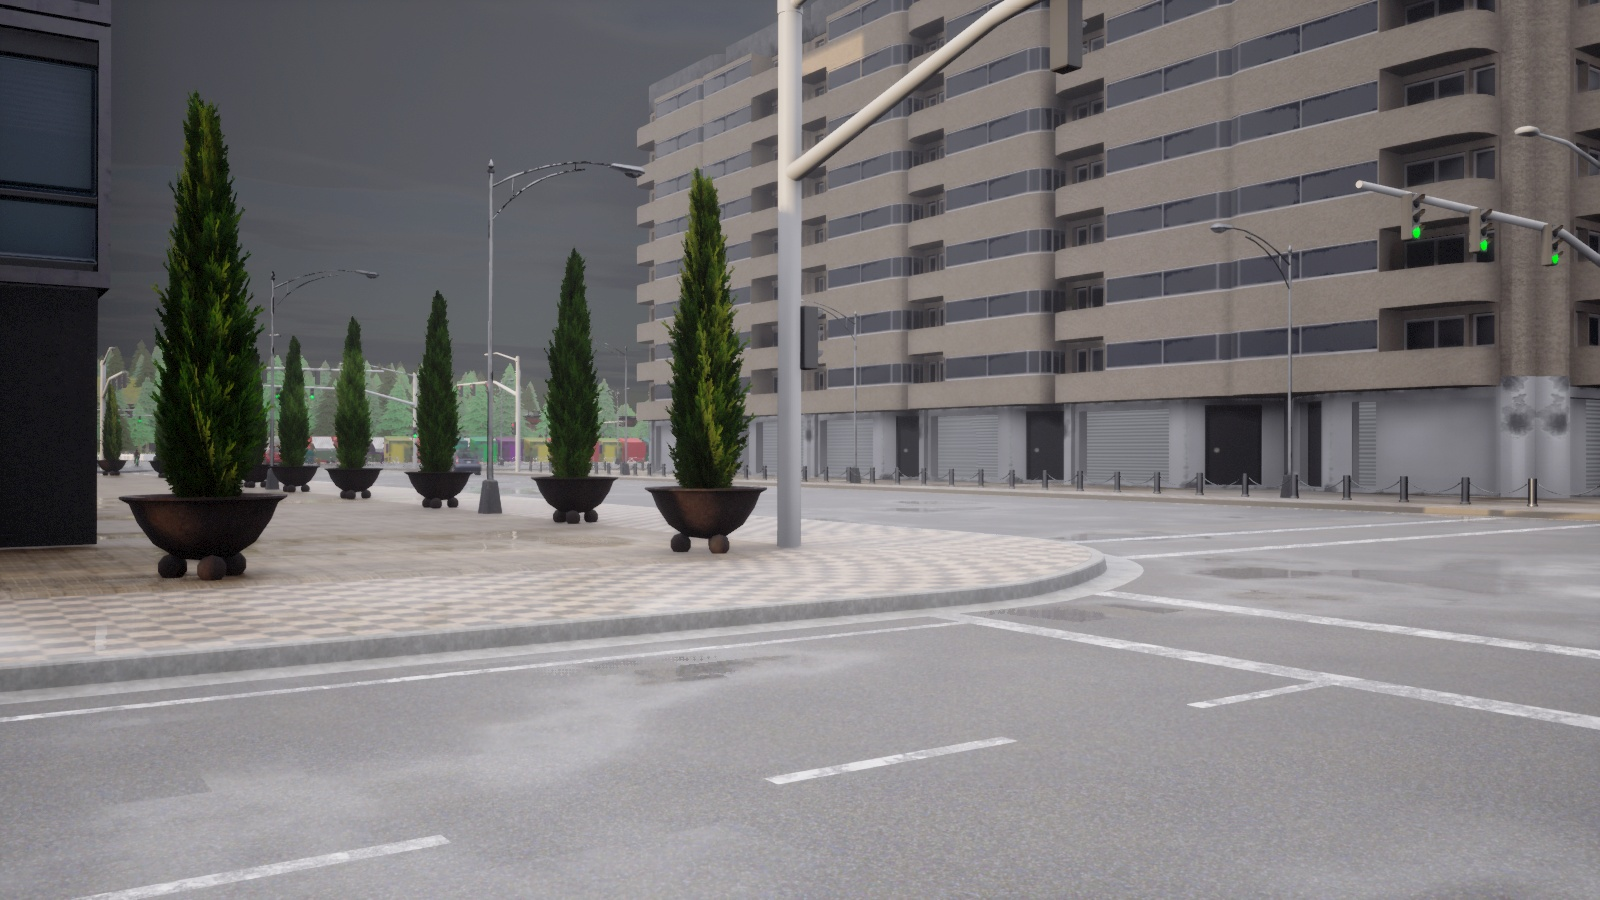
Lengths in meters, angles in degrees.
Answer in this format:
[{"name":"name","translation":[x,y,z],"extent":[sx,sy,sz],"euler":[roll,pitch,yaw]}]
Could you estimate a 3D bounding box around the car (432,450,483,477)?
[{"name":"car","translation":[-21.518,0.827,78.792],"extent":[1.851,1.617,3.988],"euler":[0,0,-36]}]
